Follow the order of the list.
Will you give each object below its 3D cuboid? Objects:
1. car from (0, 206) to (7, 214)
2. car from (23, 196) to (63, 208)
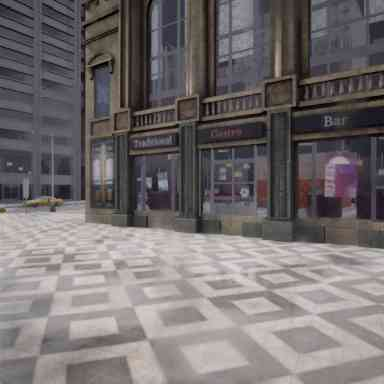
[{"bbox_3d":[-18.097,1.342,27.718,1.752,1.417,4.829,1,2,36],"label":"car"},{"bbox_3d":[-18.577,1.145,41.619,1.752,1.417,4.829,1,2,36],"label":"car"}]
